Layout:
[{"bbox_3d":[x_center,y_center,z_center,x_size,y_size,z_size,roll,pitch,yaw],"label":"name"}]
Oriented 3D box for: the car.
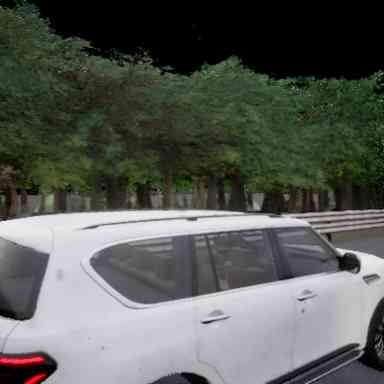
[{"bbox_3d":[0.436,1.227,4.042,5.566,2.045,2.150,0,0,-35],"label":"car"}]
